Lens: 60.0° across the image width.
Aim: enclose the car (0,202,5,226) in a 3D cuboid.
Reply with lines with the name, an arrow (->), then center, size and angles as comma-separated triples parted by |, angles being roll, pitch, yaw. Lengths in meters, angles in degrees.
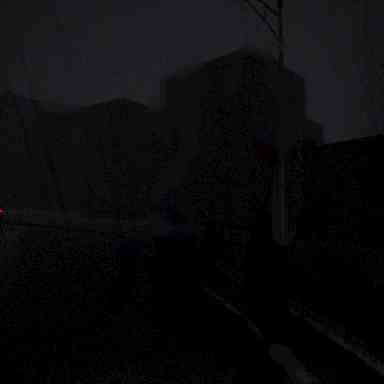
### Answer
car -> -15.046, 1.354, 22.691 | 5.566, 2.045, 2.150 | 0, -1, 34
